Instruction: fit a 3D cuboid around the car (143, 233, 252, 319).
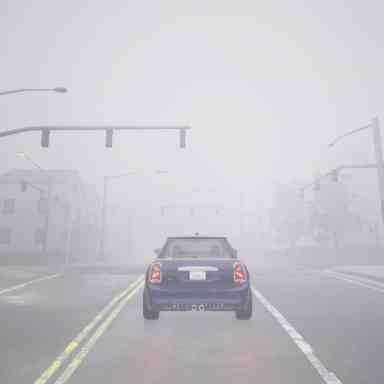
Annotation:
[{"bbox_3d":[0.106,1.810,8.261,2.097,1.767,4.553,0,-7,0],"label":"car"}]
